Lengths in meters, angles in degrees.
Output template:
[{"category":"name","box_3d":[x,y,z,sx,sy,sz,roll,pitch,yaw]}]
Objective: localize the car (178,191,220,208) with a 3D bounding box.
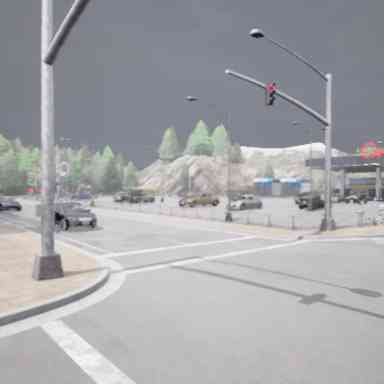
[{"category":"car","box_3d":[0.911,0.906,38.019,5.027,1.636,2.152,0,1,-40]}]

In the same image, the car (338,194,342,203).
[{"category":"car","box_3d":[22.798,1.018,52.142,3.806,1.475,1.970,0,1,-40]}]

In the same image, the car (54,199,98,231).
[{"category":"car","box_3d":[-7.420,1.407,20.235,2.128,1.511,4.902,0,1,-40]}]

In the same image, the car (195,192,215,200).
[{"category":"car","box_3d":[2.546,0.773,64.461,3.633,1.501,1.845,0,1,-40]}]

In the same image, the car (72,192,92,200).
[{"category":"car","box_3d":[-21.185,0.757,64.234,3.633,1.501,1.845,0,1,-40]}]

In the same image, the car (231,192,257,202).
[{"category":"car","box_3d":[8.892,0.859,56.742,4.514,1.523,2.007,0,1,-40]}]

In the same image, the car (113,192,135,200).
[{"category":"car","box_3d":[-13.570,0.762,66.677,3.806,1.475,1.970,0,1,-40]}]

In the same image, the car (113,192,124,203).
[{"category":"car","box_3d":[-9.428,0.682,49.839,4.605,1.855,1.932,0,1,-40]}]

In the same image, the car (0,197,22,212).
[{"category":"car","box_3d":[-19.048,1.266,34.279,2.033,1.411,5.357,0,1,-40]}]

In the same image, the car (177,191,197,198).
[{"category":"car","box_3d":[-1.150,0.593,80.859,4.514,1.523,2.007,0,1,-40]}]

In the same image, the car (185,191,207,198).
[{"category":"car","box_3d":[0.893,0.617,78.477,5.027,1.636,2.152,0,1,-40]}]

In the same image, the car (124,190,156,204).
[{"category":"car","box_3d":[-7.256,0.691,47.866,3.866,1.878,1.905,0,1,-40]}]

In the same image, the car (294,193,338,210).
[{"category":"car","box_3d":[13.020,1.123,34.967,4.514,1.523,2.007,0,1,-40]}]

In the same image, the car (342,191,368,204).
[{"category":"car","box_3d":[24.451,0.773,49.190,3.866,1.878,1.905,0,1,-40]}]

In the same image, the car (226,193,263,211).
[{"category":"car","box_3d":[5.256,1.052,33.287,3.806,1.475,1.970,0,1,-40]}]
